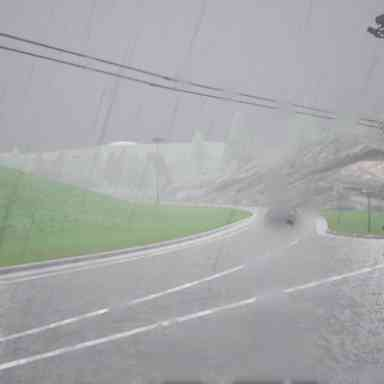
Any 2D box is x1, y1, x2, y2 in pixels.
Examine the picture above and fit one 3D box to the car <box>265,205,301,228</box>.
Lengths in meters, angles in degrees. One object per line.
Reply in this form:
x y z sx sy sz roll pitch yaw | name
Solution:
6.278 1.573 22.769 1.994 1.385 4.181 0 0 22 | car
